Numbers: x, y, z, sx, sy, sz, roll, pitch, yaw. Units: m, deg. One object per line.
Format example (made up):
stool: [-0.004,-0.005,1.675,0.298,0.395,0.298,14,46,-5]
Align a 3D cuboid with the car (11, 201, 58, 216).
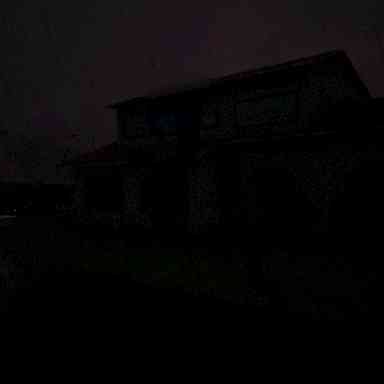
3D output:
car: [-15.554,1.564,33.025,1.994,1.385,4.181,0,0,35]
